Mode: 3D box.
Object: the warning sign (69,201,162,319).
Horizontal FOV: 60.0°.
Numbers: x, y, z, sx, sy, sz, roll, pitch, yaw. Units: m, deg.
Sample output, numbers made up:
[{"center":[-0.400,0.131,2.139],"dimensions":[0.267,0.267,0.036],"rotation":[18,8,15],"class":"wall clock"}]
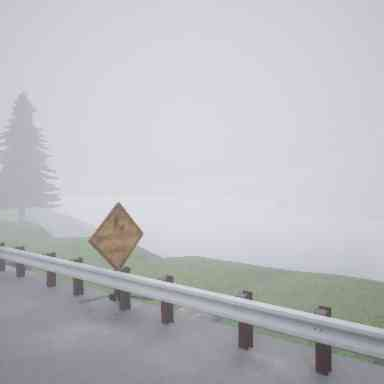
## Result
[{"center":[-1.397,1.115,6.188],"dimensions":[1.060,1.860,1.300],"rotation":[0,0,36],"class":"warning sign"}]
